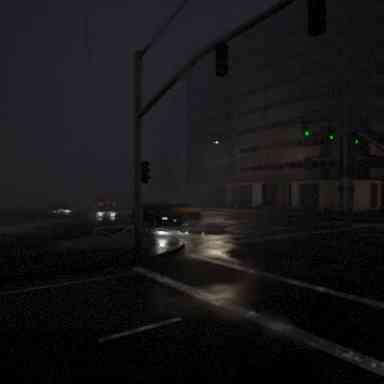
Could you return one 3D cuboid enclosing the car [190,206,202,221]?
[{"bbox_3d":[-1.177,1.503,26.914,1.882,1.535,5.008,0,0,-36],"label":"car"}]

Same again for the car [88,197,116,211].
[{"bbox_3d":[-11.086,1.377,40.810,2.097,1.767,4.553,0,0,-35],"label":"car"}]

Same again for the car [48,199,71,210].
[{"bbox_3d":[-17.610,1.579,43.954,2.033,1.411,5.357,0,0,-35],"label":"car"}]

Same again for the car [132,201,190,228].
[{"bbox_3d":[-2.471,1.536,22.703,1.837,1.490,4.892,0,0,-36],"label":"car"}]
